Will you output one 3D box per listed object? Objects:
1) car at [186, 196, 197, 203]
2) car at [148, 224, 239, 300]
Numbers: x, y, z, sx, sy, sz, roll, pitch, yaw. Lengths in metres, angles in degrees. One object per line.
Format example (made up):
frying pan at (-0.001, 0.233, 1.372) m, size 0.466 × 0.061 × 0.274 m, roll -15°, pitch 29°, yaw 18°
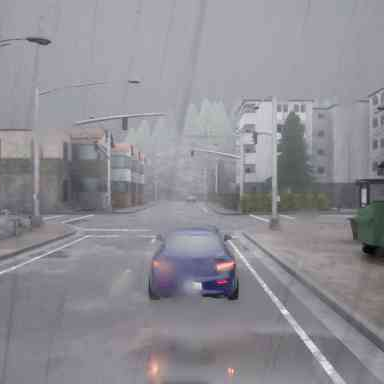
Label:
car at (-0.141, 1.526, 66.890) m, size 1.812 × 1.442 × 4.674 m, roll 0°, pitch 0°, yaw 0°
car at (0.040, 1.526, 8.248) m, size 1.812 × 1.442 × 4.674 m, roll 0°, pitch 0°, yaw 0°
